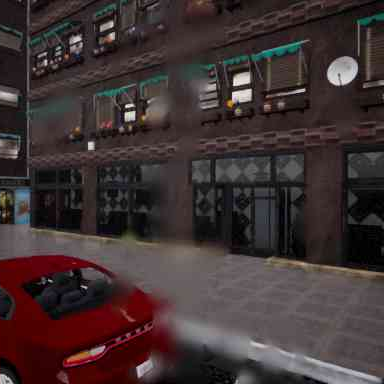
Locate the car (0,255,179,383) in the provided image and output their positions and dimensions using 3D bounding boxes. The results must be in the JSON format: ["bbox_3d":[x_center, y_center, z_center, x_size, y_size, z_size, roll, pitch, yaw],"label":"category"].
[{"bbox_3d":[-2.262,1.544,4.478,4.507,1.381,1.887,0,0,35],"label":"car"}]
